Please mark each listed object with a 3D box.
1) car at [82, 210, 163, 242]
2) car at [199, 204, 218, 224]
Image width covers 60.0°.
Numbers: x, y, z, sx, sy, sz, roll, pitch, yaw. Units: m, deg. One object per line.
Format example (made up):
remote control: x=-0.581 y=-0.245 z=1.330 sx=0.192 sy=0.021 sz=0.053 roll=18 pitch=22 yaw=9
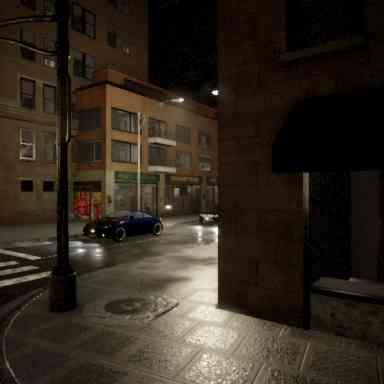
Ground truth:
car: x=-3.345 y=1.594 z=16.696 sx=1.994 sy=1.385 sz=4.181 roll=0 pitch=0 yaw=35
car: x=2.368 y=1.580 z=24.704 sx=1.812 sy=1.442 sz=4.674 roll=0 pitch=0 yaw=35
